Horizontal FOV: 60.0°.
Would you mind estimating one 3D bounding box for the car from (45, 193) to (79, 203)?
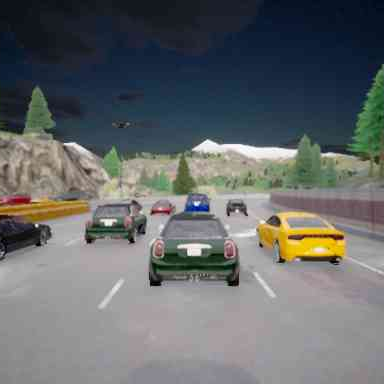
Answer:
[{"bbox_3d":[-18.312,1.117,48.396,2.150,2.045,5.566,0,0,11],"label":"car"}]

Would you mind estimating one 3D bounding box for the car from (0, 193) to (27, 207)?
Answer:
[{"bbox_3d":[-25.513,1.116,47.968,2.150,2.045,5.566,0,0,10],"label":"car"}]

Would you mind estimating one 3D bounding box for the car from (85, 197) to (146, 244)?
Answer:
[{"bbox_3d":[-3.422,1.316,15.765,2.097,1.767,4.553,0,0,0],"label":"car"}]

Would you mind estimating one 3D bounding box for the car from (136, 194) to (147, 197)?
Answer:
[{"bbox_3d":[-13.510,1.326,86.742,1.994,1.385,4.181,0,0,24],"label":"car"}]

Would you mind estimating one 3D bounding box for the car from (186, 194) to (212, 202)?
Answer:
[{"bbox_3d":[0.623,1.153,30.929,2.150,2.045,5.566,0,0,5],"label":"car"}]

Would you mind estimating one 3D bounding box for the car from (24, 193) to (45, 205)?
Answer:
[{"bbox_3d":[-21.750,1.370,48.955,1.882,1.535,5.008,0,0,11],"label":"car"}]

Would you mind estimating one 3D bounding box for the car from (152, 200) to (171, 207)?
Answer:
[{"bbox_3d":[-2.723,1.492,32.477,1.994,1.385,4.181,0,0,5],"label":"car"}]

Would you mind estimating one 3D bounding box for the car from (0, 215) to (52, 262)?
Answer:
[{"bbox_3d":[-6.934,1.521,11.835,2.033,1.411,5.357,0,0,0],"label":"car"}]

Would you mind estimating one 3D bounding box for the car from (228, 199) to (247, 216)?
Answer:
[{"bbox_3d":[4.250,1.433,32.012,1.837,1.490,4.892,0,0,5],"label":"car"}]

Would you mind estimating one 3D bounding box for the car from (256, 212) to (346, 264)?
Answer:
[{"bbox_3d":[3.565,1.451,11.741,1.882,1.535,5.008,0,0,0],"label":"car"}]

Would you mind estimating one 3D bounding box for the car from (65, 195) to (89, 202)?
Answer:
[{"bbox_3d":[-15.199,1.463,45.911,1.994,1.385,4.181,0,0,10],"label":"car"}]

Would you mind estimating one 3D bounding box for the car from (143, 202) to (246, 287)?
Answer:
[{"bbox_3d":[0.058,1.330,9.408,2.097,1.767,4.553,0,0,0],"label":"car"}]
